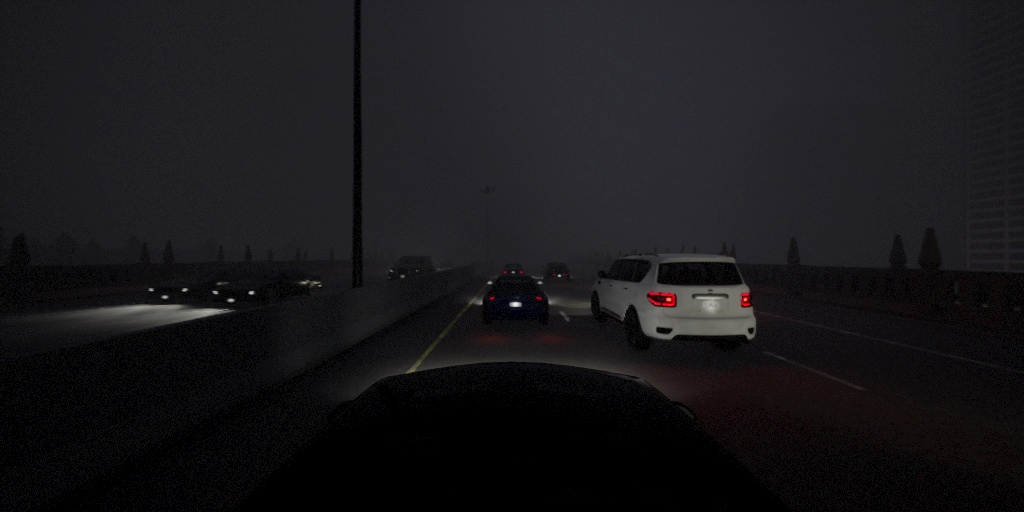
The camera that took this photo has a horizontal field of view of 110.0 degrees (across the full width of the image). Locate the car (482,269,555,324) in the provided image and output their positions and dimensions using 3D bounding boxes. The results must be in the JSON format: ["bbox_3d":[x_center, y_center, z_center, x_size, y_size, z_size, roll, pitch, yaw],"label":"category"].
[{"bbox_3d":[0.100,1.309,11.913,1.994,1.385,4.181,0,0,0],"label":"car"}]

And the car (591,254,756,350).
[{"bbox_3d":[3.600,0.968,9.183,2.150,2.045,5.566,0,0,0],"label":"car"}]

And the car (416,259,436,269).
[{"bbox_3d":[-14.053,1.212,58.705,2.128,1.511,4.902,0,0,1],"label":"car"}]

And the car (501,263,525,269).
[{"bbox_3d":[0.097,1.284,29.679,2.033,1.411,5.357,0,0,0],"label":"car"}]

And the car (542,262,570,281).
[{"bbox_3d":[3.597,1.241,29.574,1.837,1.490,4.892,0,0,0],"label":"car"}]

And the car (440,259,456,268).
[{"bbox_3d":[-10.544,1.199,59.179,1.882,1.535,5.008,0,0,1],"label":"car"}]

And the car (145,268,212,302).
[{"bbox_3d":[-14.103,1.290,17.226,2.033,1.411,5.357,0,0,0],"label":"car"}]

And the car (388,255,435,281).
[{"bbox_3d":[-7.101,0.959,25.932,2.150,2.045,5.566,0,0,0],"label":"car"}]

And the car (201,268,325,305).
[{"bbox_3d":[-10.601,1.290,16.179,2.033,1.411,5.357,0,0,0],"label":"car"}]
